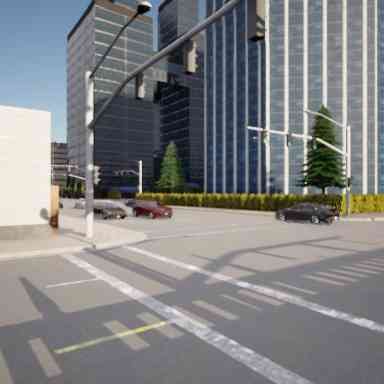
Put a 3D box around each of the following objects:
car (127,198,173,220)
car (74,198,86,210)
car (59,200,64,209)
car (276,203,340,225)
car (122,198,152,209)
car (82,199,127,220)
[{"bbox_3d":[-3.576,1.523,29.457,1.882,1.535,5.008,0,0,-36],"label":"car"},{"bbox_3d":[-14.382,1.571,44.666,1.812,1.442,4.674,0,0,-35],"label":"car"},{"bbox_3d":[-18.811,1.618,44.887,1.994,1.385,4.181,0,0,-36],"label":"car"},{"bbox_3d":[8.480,1.562,24.812,1.837,1.490,4.892,0,0,-36],"label":"car"},{"bbox_3d":[-7.958,1.590,47.769,2.033,1.411,5.357,0,0,-36],"label":"car"},{"bbox_3d":[-7.424,1.595,28.819,2.033,1.411,5.357,0,0,-36],"label":"car"}]
